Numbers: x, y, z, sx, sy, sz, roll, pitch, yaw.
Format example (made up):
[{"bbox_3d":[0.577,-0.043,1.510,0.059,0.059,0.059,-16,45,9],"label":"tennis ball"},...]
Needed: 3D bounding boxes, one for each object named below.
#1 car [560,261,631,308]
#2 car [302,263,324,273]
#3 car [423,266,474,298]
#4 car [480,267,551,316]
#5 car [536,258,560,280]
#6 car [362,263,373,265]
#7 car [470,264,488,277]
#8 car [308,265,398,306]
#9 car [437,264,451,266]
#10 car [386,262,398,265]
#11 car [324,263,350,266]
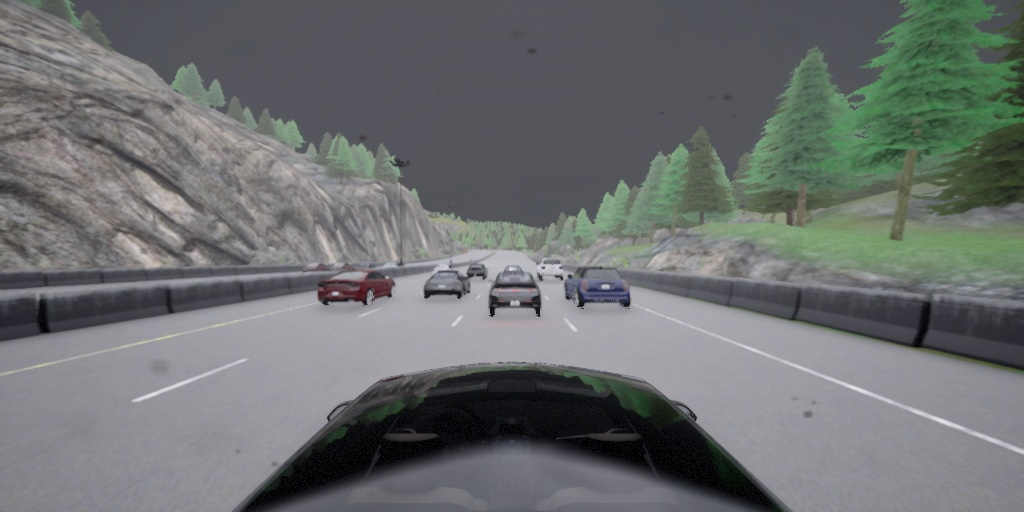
[{"bbox_3d":[3.603,1.213,15.913,2.097,1.767,4.553,0,0,0],"label":"car"},{"bbox_3d":[-28.037,1.663,51.302,1.812,1.442,4.674,0,0,1],"label":"car"},{"bbox_3d":[-3.395,1.451,19.349,1.994,1.385,4.181,0,0,0],"label":"car"},{"bbox_3d":[0.103,1.337,13.966,2.128,1.511,4.902,0,0,0],"label":"car"},{"bbox_3d":[3.608,1.228,34.694,2.150,2.045,5.566,0,0,0],"label":"car"},{"bbox_3d":[-21.047,1.705,51.880,1.994,1.385,4.181,0,0,1],"label":"car"},{"bbox_3d":[-3.392,1.518,35.494,1.837,1.490,4.892,0,-1,0],"label":"car"},{"bbox_3d":[-6.897,1.343,16.477,1.882,1.535,5.008,0,0,0],"label":"car"},{"bbox_3d":[-6.892,1.546,36.396,1.812,1.442,4.674,0,0,0],"label":"car"},{"bbox_3d":[-17.550,1.668,51.976,1.812,1.442,4.674,0,-1,0],"label":"car"},{"bbox_3d":[-24.541,1.665,51.585,1.812,1.442,4.674,0,0,1],"label":"car"}]
